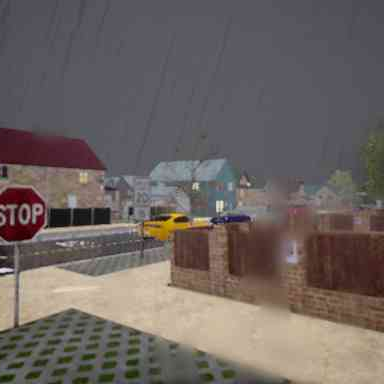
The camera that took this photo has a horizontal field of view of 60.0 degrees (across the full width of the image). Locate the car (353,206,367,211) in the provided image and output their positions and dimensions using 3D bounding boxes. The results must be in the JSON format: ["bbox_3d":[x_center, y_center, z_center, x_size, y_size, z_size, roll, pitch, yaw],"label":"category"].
[{"bbox_3d":[36.014,3.816,71.859,1.812,1.442,4.674,1,-1,35],"label":"car"}]

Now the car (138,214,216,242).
[{"bbox_3d":[-0.897,1.973,18.949,1.882,1.535,5.008,1,-1,35],"label":"car"}]

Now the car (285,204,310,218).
[{"bbox_3d":[14.762,2.654,46.199,2.150,2.045,5.566,1,-1,35],"label":"car"}]

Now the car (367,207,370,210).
[{"bbox_3d":[41.633,4.221,79.918,2.033,1.411,5.357,1,-1,35],"label":"car"}]

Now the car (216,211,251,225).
[{"bbox_3d":[3.530,2.404,30.275,1.895,1.301,4.718,1,-1,35],"label":"car"}]
